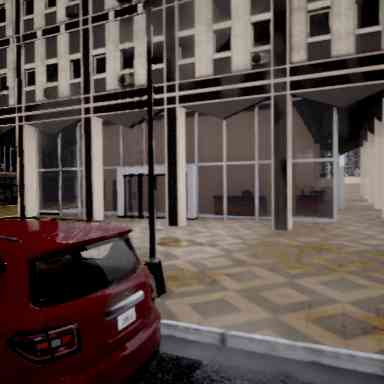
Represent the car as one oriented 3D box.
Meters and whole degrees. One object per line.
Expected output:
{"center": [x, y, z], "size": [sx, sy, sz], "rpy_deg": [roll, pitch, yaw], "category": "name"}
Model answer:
{"center": [-2.790, 1.271, 4.037], "size": [5.009, 1.841, 2.192], "rpy_deg": [-1, 2, 24], "category": "car"}
